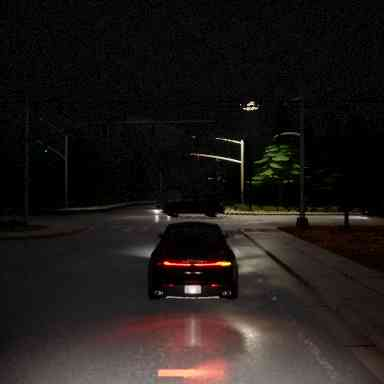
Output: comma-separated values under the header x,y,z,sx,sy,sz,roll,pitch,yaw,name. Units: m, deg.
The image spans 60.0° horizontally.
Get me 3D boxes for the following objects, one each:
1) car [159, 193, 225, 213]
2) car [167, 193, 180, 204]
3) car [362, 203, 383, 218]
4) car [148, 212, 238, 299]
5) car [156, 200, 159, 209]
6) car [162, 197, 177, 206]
x,y,z,sx,sy,sz,roll,pitch,yaw,name
0.152,1.237,29.813,5.566,2.045,2.150,0,0,1,car
-3.560,1.221,65.434,2.150,2.045,5.566,0,0,1,car
17.507,1.591,29.533,4.181,1.385,1.994,0,0,1,car
0.031,1.501,8.416,1.837,1.490,4.892,0,0,0,car
-3.683,1.505,44.355,1.837,1.490,4.892,0,0,0,car
-3.686,1.547,54.802,2.033,1.411,5.357,0,0,0,car
